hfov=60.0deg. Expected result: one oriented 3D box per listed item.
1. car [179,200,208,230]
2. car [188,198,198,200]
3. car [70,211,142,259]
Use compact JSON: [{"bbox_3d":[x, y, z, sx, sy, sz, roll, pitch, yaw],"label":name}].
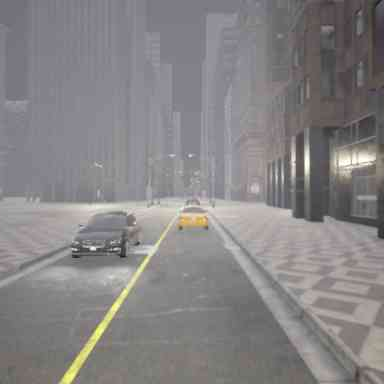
[{"bbox_3d":[0.093,1.527,21.778,1.801,1.575,5.366,0,0,0],"label":"car"},{"bbox_3d":[0.088,1.602,41.336,2.033,1.649,4.856,0,0,0],"label":"car"},{"bbox_3d":[-3.101,1.541,12.862,1.837,1.490,4.892,0,0,0],"label":"car"}]
